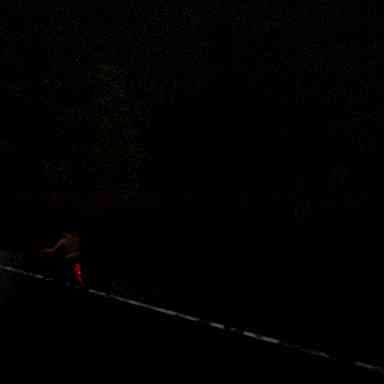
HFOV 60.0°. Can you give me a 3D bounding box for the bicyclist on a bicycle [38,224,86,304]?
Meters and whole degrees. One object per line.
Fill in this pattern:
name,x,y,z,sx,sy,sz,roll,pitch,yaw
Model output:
bicyclist on a bicycle,-2.732,1.481,7.071,1.509,1.612,0.866,0,-1,36
